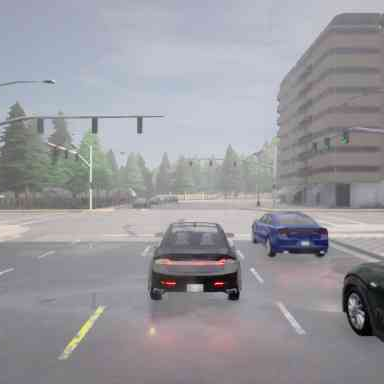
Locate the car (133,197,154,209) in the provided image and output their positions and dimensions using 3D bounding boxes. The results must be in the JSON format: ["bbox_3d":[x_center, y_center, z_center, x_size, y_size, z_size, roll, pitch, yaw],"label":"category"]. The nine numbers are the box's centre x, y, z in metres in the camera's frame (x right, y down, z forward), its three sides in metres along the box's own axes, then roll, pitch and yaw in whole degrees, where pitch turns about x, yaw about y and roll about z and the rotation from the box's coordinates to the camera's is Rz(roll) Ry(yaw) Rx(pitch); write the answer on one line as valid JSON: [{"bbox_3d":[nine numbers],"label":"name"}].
[{"bbox_3d":[-6.979,1.522,46.413,1.812,1.442,4.674,0,0,2],"label":"car"}]

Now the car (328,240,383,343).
[{"bbox_3d":[3.600,1.352,3.829,2.097,1.767,4.553,0,0,0],"label":"car"}]

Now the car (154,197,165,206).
[{"bbox_3d":[-6.361,1.521,56.316,1.812,1.442,4.674,0,0,8],"label":"car"}]

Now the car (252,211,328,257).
[{"bbox_3d":[3.586,1.477,12.980,1.882,1.535,5.008,0,0,0],"label":"car"}]

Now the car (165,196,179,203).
[{"bbox_3d":[-4.216,1.500,66.285,1.837,1.490,4.892,0,0,20],"label":"car"}]

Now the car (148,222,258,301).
[{"bbox_3d":[0.068,1.491,8.335,2.128,1.511,4.902,0,0,0],"label":"car"}]
